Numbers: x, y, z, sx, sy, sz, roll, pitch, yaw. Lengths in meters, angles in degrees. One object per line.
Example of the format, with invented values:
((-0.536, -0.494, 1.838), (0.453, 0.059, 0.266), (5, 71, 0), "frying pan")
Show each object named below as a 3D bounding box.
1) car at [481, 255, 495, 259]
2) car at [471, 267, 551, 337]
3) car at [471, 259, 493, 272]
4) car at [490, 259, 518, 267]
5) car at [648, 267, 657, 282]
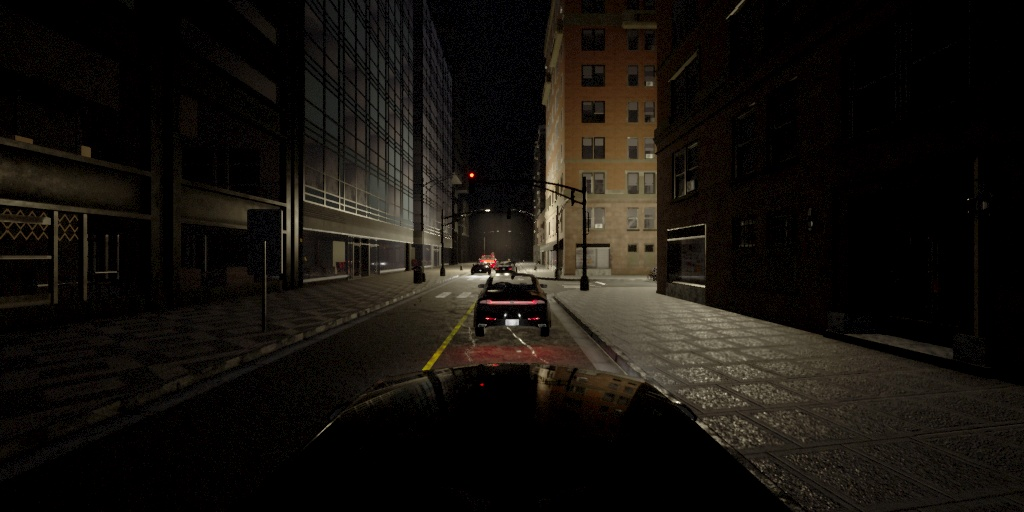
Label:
((-3.235, 0.940, 48.456), (2.150, 2.045, 5.566), (0, 0, 0), "car")
((0.016, 1.240, 10.286), (2.128, 1.511, 4.902), (0, 0, 0), "car")
((-3.211, 1.291, 38.158), (1.994, 1.385, 4.181), (0, 0, 0), "car")
((-0.488, 1.276, 36.040), (2.033, 1.411, 5.357), (0, 0, 6), "car")
((12.379, 1.055, 26.123), (4.553, 1.767, 2.097), (0, 0, -1), "car")
